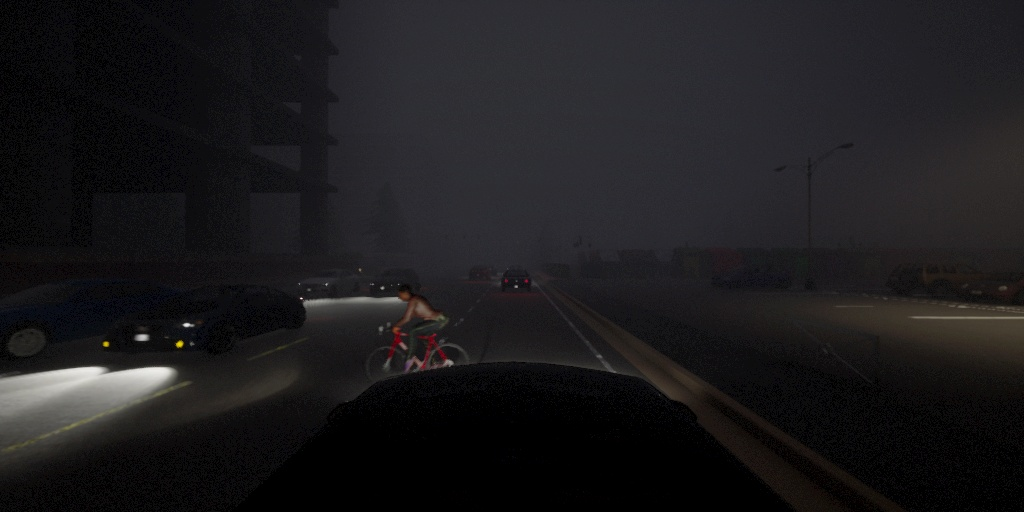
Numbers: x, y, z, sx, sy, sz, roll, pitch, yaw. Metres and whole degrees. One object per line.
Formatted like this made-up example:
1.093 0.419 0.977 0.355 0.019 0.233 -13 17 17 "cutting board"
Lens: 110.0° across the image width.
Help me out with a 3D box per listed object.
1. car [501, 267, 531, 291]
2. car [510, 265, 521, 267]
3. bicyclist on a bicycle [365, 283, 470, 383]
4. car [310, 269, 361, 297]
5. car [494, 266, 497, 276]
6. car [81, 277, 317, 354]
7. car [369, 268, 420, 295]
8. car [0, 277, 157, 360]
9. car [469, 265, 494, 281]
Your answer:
0.287 1.614 24.498 1.895 1.301 4.718 0 -1 0 "car"
0.438 1.761 41.797 2.033 1.411 5.357 0 -1 1 "car"
-1.482 1.247 5.571 1.656 1.620 0.582 -2 -1 0 "bicyclist on a bicycle"
-10.434 1.494 20.817 1.812 1.442 4.674 0 -1 1 "car"
-3.015 1.839 47.192 1.994 1.385 4.181 0 -1 0 "car"
-7.046 1.394 8.837 1.994 1.385 4.181 0 -1 1 "car"
-6.926 1.483 21.651 1.837 1.490 4.892 0 0 1 "car"
-10.547 1.307 8.760 1.882 1.535 5.008 0 -1 0 "car"
-3.119 1.617 35.498 1.882 1.535 5.008 0 -1 0 "car"
